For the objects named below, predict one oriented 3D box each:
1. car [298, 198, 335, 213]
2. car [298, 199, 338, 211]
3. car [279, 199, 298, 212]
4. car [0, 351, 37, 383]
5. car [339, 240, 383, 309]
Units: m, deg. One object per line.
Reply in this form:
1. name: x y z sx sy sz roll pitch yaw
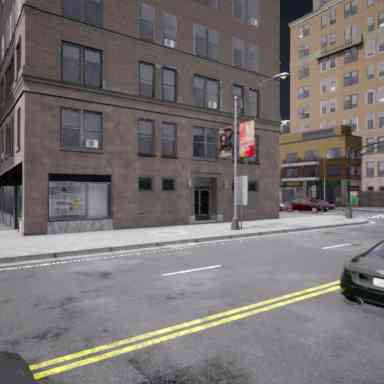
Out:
1. car: 12.679 1.467 36.746 1.882 1.535 5.008 0 0 -35
2. car: 15.788 1.576 41.872 1.947 1.339 4.313 0 0 -35
3. car: 9.218 1.419 37.265 1.967 1.590 4.097 0 0 -35
4. car: -3.297 1.548 1.096 5.357 1.411 2.033 0 0 -35
5. car: 4.973 1.563 6.958 4.181 1.385 1.994 0 0 -35
